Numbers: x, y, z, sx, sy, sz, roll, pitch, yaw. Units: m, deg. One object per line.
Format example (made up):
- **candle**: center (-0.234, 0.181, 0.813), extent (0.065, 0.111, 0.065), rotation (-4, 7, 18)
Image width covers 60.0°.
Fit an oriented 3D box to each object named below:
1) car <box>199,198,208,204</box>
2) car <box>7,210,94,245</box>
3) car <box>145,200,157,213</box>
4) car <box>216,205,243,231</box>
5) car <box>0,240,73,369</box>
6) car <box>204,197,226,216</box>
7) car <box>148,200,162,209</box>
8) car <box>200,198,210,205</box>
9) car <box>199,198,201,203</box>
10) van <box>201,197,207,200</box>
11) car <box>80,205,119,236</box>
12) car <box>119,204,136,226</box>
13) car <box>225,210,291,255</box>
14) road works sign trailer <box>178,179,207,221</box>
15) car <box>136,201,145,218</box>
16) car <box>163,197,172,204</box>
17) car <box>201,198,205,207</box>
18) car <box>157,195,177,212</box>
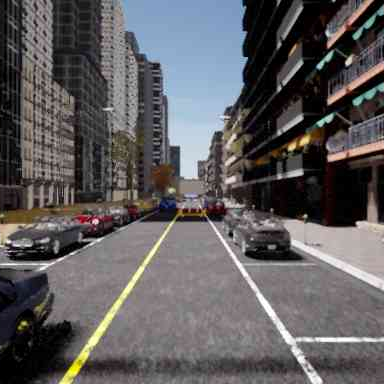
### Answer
- **car**: center (2.616, 2.038, 79.743), extent (2.008, 1.369, 4.403), rotation (0, 0, 0)
- **car**: center (-5.702, 1.624, 13.345), extent (2.008, 1.369, 4.403), rotation (0, 0, 0)
- **car**: center (-5.728, 1.759, 40.838), extent (1.752, 1.417, 4.829), rotation (0, 0, 0)
- **car**: center (2.673, 1.656, 18.885), extent (2.008, 1.369, 4.403), rotation (0, 0, 0)
- **car**: center (-3.101, 1.564, 3.055), extent (2.033, 1.411, 5.357), rotation (0, 0, 0)
- **car**: center (2.658, 1.642, 35.483), extent (1.967, 1.590, 4.097), rotation (0, 0, 0)
- **car**: center (-5.738, 1.886, 52.073), extent (1.802, 1.307, 4.206), rotation (0, 0, 0)
- **car**: center (2.627, 1.964, 68.677), extent (2.008, 1.369, 4.403), rotation (0, 0, 0)
- **car**: center (2.637, 1.781, 57.613), extent (1.967, 1.590, 4.097), rotation (0, 0, 0)
- **van**: center (2.642, 1.647, 52.081), extent (1.690, 1.788, 3.998), rotation (0, 0, 0)
- **car**: center (-5.707, 1.544, 18.879), extent (1.967, 1.590, 4.097), rotation (0, 0, 0)
- **car**: center (-5.713, 1.686, 24.410), extent (2.008, 1.369, 4.403), rotation (0, 0, 0)
- **car**: center (2.678, 1.626, 13.352), extent (2.008, 1.369, 4.403), rotation (0, 0, 0)
- **road works sign trailer**: center (-0.026, 0.628, 29.155), extent (2.380, 3.560, 2.880), rotation (0, 0, 0)
- **car**: center (-5.718, 1.712, 29.942), extent (1.887, 1.381, 4.507), rotation (0, 0, 0)
- **car**: center (-5.764, 2.031, 79.735), extent (1.887, 1.381, 4.507), rotation (0, 0, 0)
- **car**: center (2.647, 1.853, 46.548), extent (1.802, 1.307, 4.206), rotation (0, 0, 0)
- **car**: center (-3.126, 1.475, 44.085), extent (2.150, 2.045, 5.566), rotation (0, 0, 0)
